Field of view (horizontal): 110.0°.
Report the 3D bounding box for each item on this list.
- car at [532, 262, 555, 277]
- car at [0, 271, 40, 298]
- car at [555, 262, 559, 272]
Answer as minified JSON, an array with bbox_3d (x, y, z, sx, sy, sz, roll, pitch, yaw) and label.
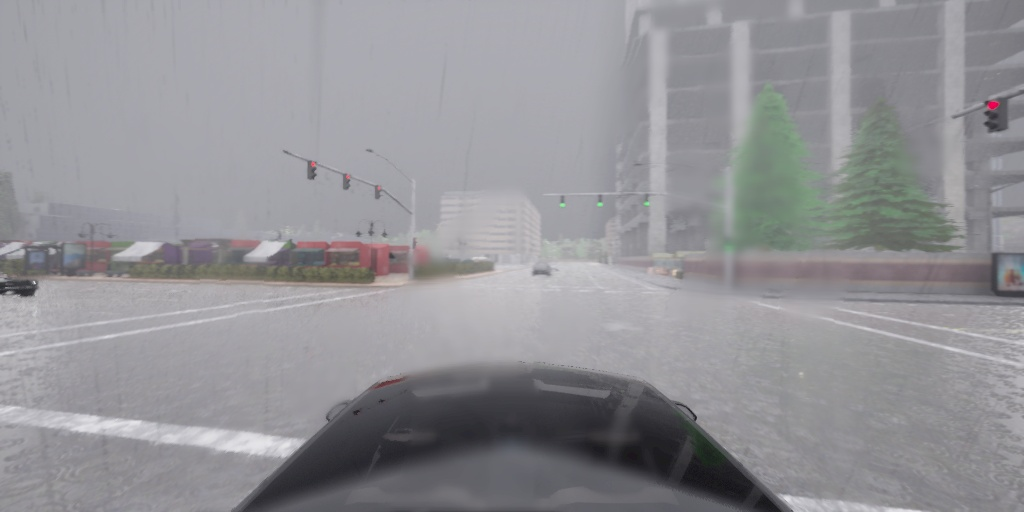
[{"bbox_3d":[3.366,1.513,40.166,1.882,1.535,5.008,0,-1,10],"label":"car"},{"bbox_3d":[-24.116,1.284,16.099,4.718,1.301,1.895,0,0,11],"label":"car"},{"bbox_3d":[6.324,1.697,56.546,1.812,1.442,4.674,0,0,11],"label":"car"}]
